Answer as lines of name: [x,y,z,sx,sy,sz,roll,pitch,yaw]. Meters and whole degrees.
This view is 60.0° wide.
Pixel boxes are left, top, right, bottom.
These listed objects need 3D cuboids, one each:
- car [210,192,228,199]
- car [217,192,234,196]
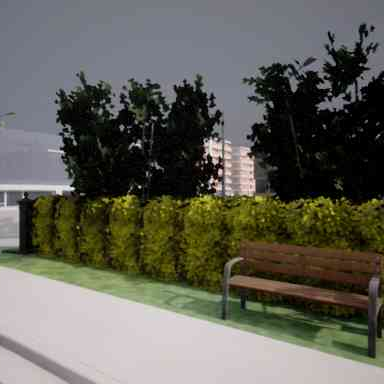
car: [6.014,0.662,73.143,1.837,1.490,4.892,0,0,35]
car: [7.512,0.711,69.183,1.812,1.442,4.674,0,1,35]
